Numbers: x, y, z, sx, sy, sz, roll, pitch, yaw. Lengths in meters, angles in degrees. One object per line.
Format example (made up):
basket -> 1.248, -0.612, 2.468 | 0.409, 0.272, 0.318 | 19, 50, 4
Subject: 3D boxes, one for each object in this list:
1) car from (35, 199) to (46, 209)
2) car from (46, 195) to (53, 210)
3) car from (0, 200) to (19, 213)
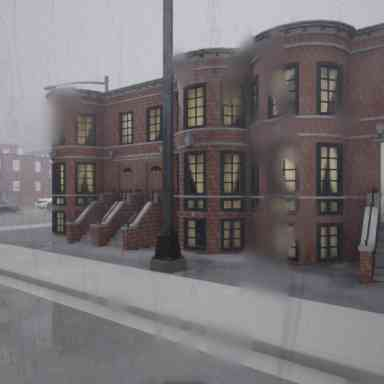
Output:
car -> -17.594, 1.221, 43.777 | 2.150, 2.045, 5.566 | 0, 0, 36
car -> -14.965, 1.478, 41.438 | 1.882, 1.535, 5.008 | 0, 0, 36
car -> -20.128, 1.564, 34.224 | 1.994, 1.385, 4.181 | 0, 0, 36
